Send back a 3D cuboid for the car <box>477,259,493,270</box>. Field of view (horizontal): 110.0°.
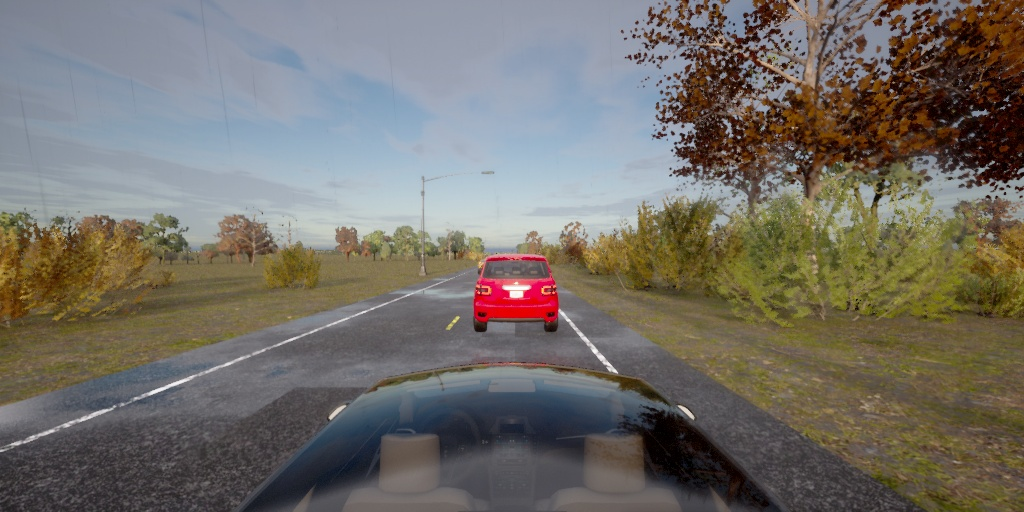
[{"bbox_3d":[-3.819,1.204,51.521,1.882,1.535,5.008,0,0,-1],"label":"car"}]

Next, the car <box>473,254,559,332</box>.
[{"bbox_3d":[0.093,0.966,10.952,2.150,2.045,5.566,0,0,0],"label":"car"}]

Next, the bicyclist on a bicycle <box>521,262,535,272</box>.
[{"bbox_3d":[0.944,1.111,18.658,0.659,1.776,1.843,0,0,0],"label":"bicyclist on a bicycle"}]
